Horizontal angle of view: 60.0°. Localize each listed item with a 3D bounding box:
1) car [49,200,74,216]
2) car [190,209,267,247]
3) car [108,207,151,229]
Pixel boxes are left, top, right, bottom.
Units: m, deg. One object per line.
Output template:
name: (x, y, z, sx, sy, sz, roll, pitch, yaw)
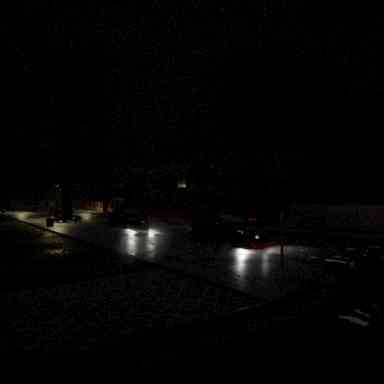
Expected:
car: (-17.383, 2.121, 44.066, 2.150, 2.045, 5.566, 0, -1, -35)
car: (1.635, 1.794, 16.877, 1.812, 1.442, 4.674, 0, -1, -33)
car: (-5.073, 1.983, 26.516, 1.882, 1.535, 5.008, 0, -1, -35)
